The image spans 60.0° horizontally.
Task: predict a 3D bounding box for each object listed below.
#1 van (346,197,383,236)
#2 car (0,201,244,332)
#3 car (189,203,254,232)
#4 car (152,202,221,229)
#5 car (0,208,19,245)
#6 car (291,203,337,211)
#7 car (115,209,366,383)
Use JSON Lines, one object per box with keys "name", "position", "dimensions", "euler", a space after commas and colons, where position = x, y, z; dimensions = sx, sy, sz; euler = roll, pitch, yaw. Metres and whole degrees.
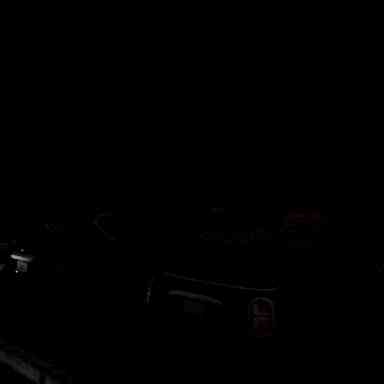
{"name": "van", "position": [8.884, 1.241, 16.314], "dimensions": [1.878, 1.987, 4.442], "euler": [0, 0, 35]}
{"name": "car", "position": [-0.991, 1.218, 7.183], "dimensions": [2.435, 2.045, 5.566], "euler": [0, 0, 35]}
{"name": "car", "position": [2.021, 1.524, 21.069], "dimensions": [2.002, 1.452, 4.674], "euler": [0, 0, 36]}
{"name": "car", "position": [-0.246, 1.494, 22.690], "dimensions": [2.097, 1.535, 5.008], "euler": [0, 0, 36]}
{"name": "car", "position": [-10.136, 1.511, 13.667], "dimensions": [2.231, 1.521, 4.892], "euler": [0, 0, 36]}
{"name": "car", "position": [6.535, 1.345, 17.808], "dimensions": [2.185, 1.767, 4.553], "euler": [0, 0, 35]}
{"name": "car", "position": [1.255, 1.340, 5.509], "dimensions": [2.185, 1.767, 4.553], "euler": [0, 0, 35]}
